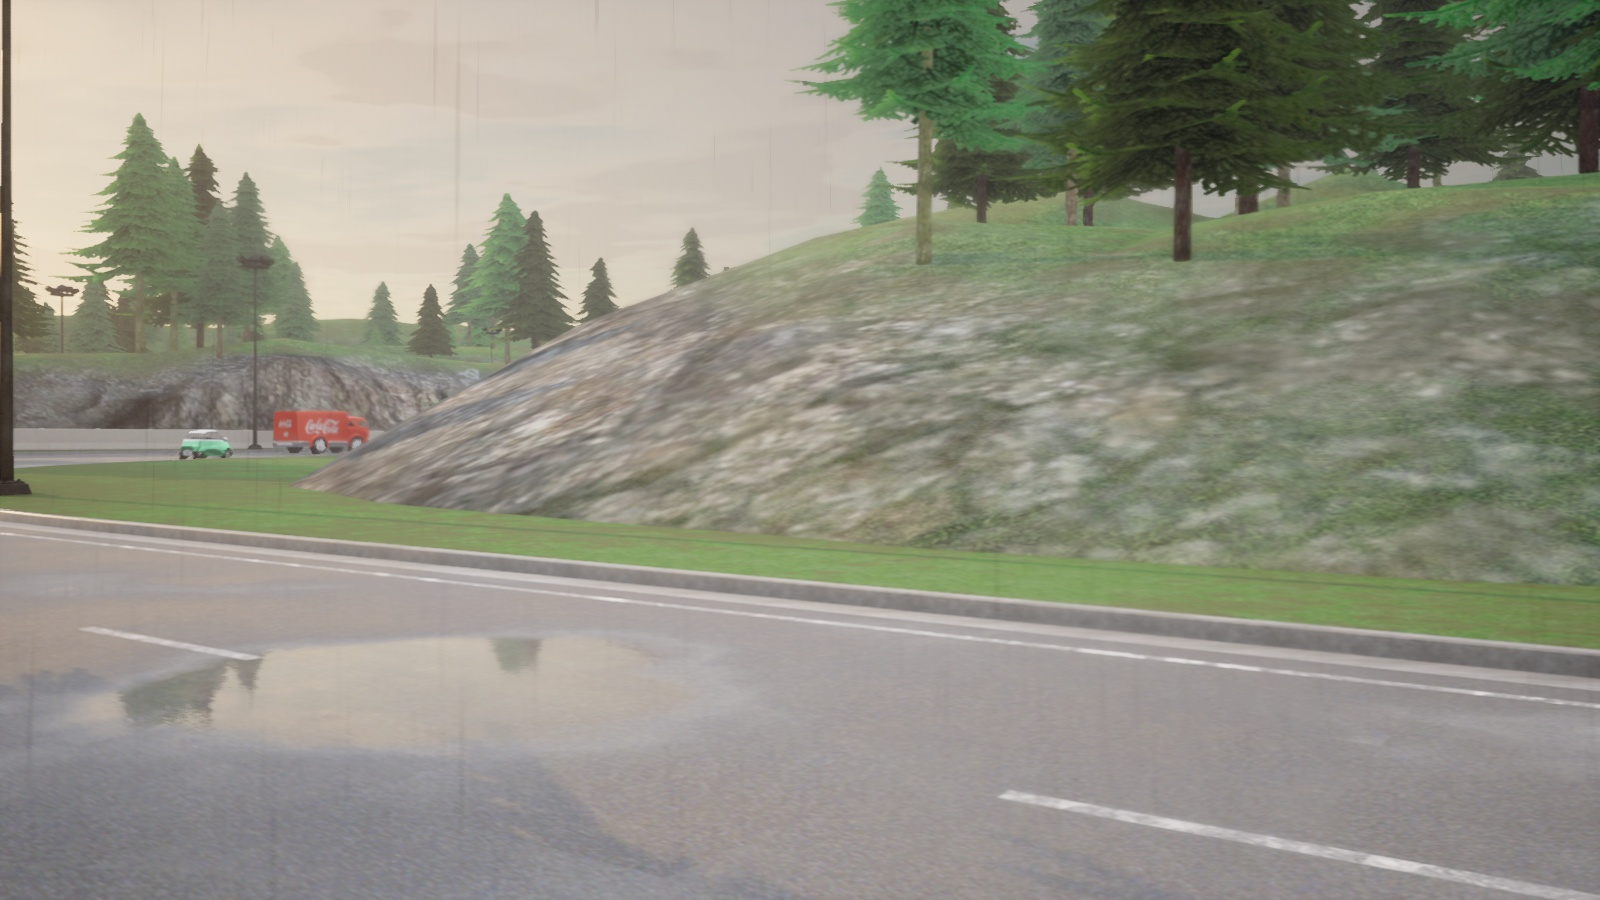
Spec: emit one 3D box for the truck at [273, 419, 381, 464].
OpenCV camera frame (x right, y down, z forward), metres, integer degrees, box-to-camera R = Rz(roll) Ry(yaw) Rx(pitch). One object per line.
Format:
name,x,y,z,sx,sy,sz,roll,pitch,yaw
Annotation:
truck,-27.301,-0.500,72.649,2.627,2.467,5.204,-1,1,34

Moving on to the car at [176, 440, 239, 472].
car,-26.862,0.251,57.008,1.481,1.376,2.207,-1,1,15
